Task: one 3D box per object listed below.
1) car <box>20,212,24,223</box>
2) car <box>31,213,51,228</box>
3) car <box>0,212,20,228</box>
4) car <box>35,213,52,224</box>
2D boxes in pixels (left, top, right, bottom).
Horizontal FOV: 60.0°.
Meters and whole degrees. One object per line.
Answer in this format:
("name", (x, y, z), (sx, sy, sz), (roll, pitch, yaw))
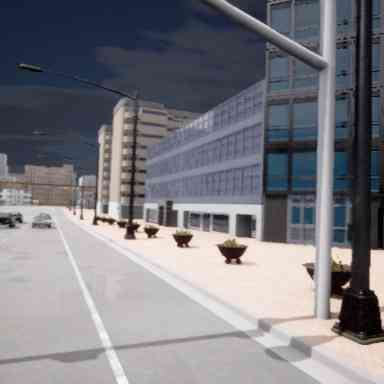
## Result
("car", (-23.810, 3.377, 44.714), (2.128, 1.511, 4.902), (3, -4, -23))
("car", (-16.295, 3.210, 36.104), (1.895, 1.301, 4.718), (3, -4, -23))
("car", (-19.148, 2.880, 33.885), (1.837, 1.490, 4.892), (3, -4, -22))
("car", (-20.811, 3.669, 46.622), (1.994, 1.385, 4.181), (4, -4, -24))
